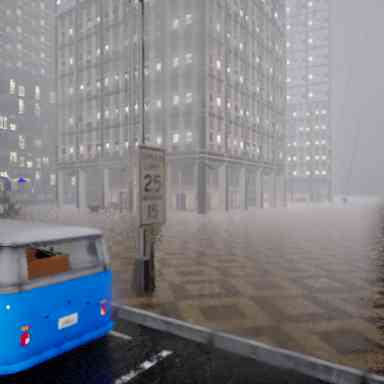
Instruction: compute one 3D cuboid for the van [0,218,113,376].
[{"bbox_3d":[-3.028,1.325,5.093,3.998,1.788,1.690,0,0,35],"label":"van"}]
